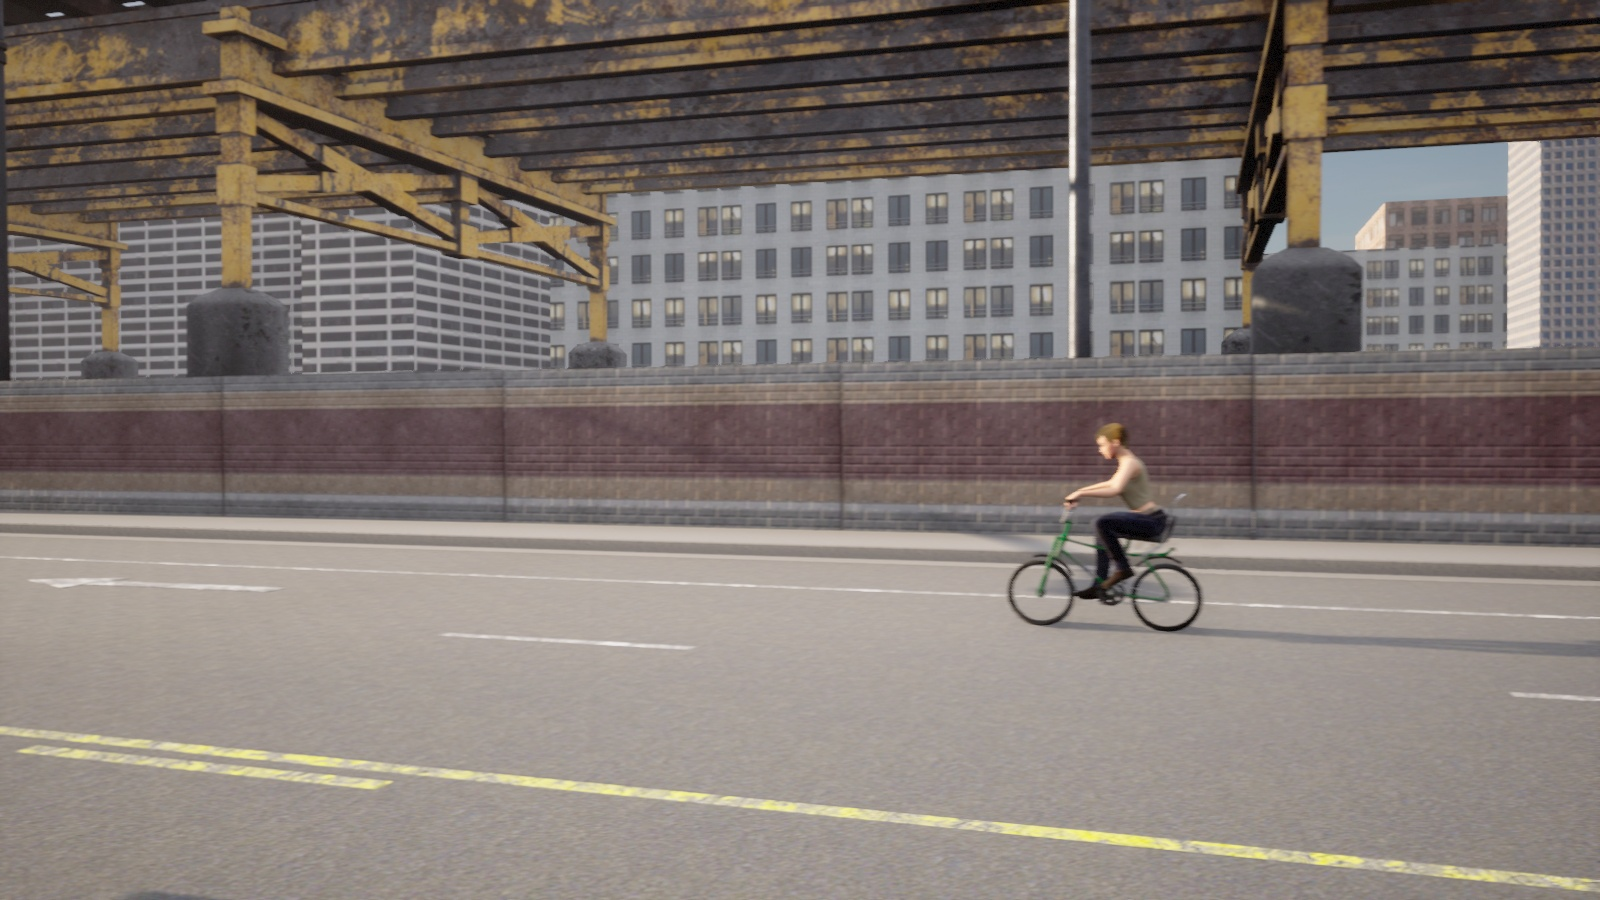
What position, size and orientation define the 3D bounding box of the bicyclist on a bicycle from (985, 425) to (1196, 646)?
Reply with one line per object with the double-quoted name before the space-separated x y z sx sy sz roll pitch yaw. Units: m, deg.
"bicyclist on a bicycle" 2.281 0.615 9.806 1.509 1.612 0.866 1 1 19
